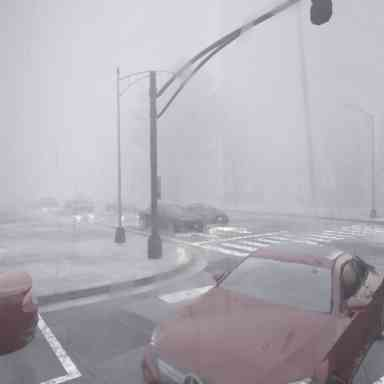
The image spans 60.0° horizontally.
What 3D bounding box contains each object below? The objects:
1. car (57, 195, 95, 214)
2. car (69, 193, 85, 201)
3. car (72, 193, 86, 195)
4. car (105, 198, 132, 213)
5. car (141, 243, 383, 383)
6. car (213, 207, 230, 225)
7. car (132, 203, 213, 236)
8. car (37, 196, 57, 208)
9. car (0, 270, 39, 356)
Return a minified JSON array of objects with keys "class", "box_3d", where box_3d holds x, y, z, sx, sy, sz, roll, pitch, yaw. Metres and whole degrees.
[{"class":"car","box_3d":[-11.258,1.355,32.715,2.033,1.411,5.357,-1,1,-36]},{"class":"car","box_3d":[-22.844,0.924,66.041,1.812,1.442,4.674,-1,1,-36]},{"class":"car","box_3d":[-14.231,1.036,42.505,2.097,1.767,4.553,-1,1,-35]},{"class":"car","box_3d":[-6.904,1.310,32.216,1.812,1.442,4.674,-1,1,-35]},{"class":"car","box_3d":[1.412,1.525,4.561,1.812,1.442,4.674,2,1,38]},{"class":"car","box_3d":[0.536,1.453,21.789,1.994,1.385,4.181,-1,1,-35]},{"class":"car","box_3d":[-1.243,1.425,18.683,1.882,1.535,5.008,-1,1,-35]},{"class":"car","box_3d":[-18.790,1.268,43.330,1.994,1.385,4.181,-1,1,-35]},{"class":"car","box_3d":[-4.179,1.545,3.677,4.507,1.381,1.887,0,-1,-36]}]
